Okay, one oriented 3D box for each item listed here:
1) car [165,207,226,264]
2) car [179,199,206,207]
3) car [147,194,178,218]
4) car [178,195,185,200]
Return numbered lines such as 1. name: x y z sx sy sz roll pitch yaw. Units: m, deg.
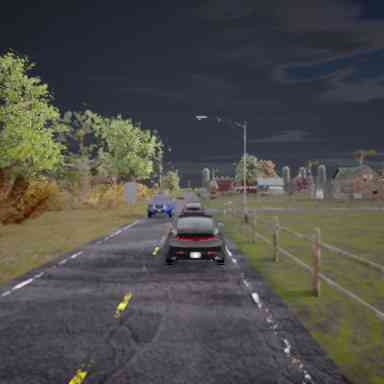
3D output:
1. car: 0.101 1.507 11.753 1.837 1.490 4.892 0 0 0
2. car: 0.101 1.497 25.646 1.837 1.490 4.892 0 -1 0
3. car: -2.747 1.213 30.576 2.150 2.045 5.566 0 0 0
4. car: -2.740 1.495 82.965 1.895 1.301 4.718 0 0 0
